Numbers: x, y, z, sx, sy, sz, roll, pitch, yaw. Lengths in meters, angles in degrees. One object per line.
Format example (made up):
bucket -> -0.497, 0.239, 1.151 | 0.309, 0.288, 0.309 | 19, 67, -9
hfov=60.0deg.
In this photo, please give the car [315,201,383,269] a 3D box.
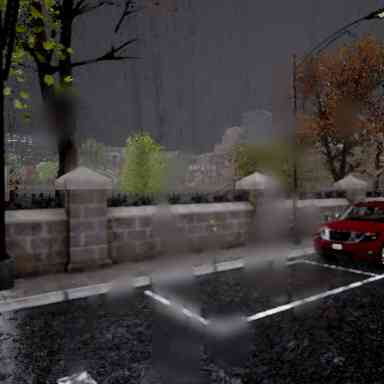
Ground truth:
car -> 6.209, 1.230, 10.995 | 5.009, 1.841, 2.192 | -1, 0, -36
